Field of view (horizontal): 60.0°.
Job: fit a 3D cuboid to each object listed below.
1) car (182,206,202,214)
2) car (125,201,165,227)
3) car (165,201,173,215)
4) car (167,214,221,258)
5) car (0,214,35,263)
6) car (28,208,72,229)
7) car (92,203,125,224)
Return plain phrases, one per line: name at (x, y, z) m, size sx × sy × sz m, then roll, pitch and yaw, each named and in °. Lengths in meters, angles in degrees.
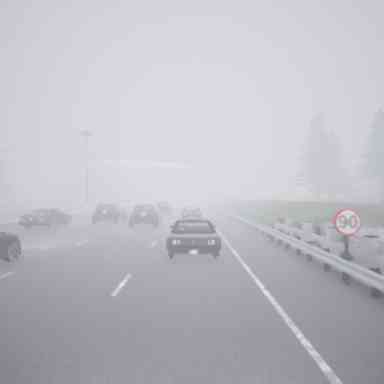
car at (-0.026, 2.029, 32.256) m, size 1.895 × 1.301 × 4.718 m, roll 0°, pitch -1°, yaw 0°
car at (-3.500, 1.693, 25.823) m, size 2.097 × 1.767 × 4.553 m, roll 0°, pitch -1°, yaw 0°
car at (-3.568, 1.905, 41.220) m, size 2.097 × 1.767 × 4.553 m, roll 0°, pitch -1°, yaw 1°
car at (0.050, 1.771, 13.567) m, size 1.895 × 1.301 × 4.718 m, roll 0°, pitch -1°, yaw 0°
car at (-6.935, 1.611, 9.789) m, size 2.128 × 1.511 × 4.902 m, roll 0°, pitch -1°, yaw 0°
car at (-10.493, 1.867, 24.217) m, size 2.033 × 1.411 × 5.357 m, roll 0°, pitch -1°, yaw 0°
car at (-7.012, 1.733, 28.731) m, size 2.097 × 1.767 × 4.553 m, roll 0°, pitch -1°, yaw 0°
